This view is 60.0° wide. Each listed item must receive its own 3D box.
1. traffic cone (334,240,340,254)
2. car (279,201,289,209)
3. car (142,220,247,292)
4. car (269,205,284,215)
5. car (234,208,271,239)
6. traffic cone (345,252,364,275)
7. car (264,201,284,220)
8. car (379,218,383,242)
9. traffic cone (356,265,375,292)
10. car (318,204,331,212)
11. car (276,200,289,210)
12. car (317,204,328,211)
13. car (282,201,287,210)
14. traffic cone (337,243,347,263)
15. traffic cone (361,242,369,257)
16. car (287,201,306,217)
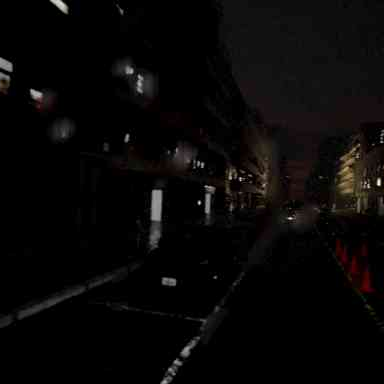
[{"bbox_3d":[6.297,2.359,14.295,0.340,0.580,0.340,2,-1,17],"label":"traffic cone"},{"bbox_3d":[20.392,2.964,73.954,1.967,1.590,4.097,3,0,17],"label":"car"},{"bbox_3d":[0.165,1.655,9.425,1.947,1.339,4.313,3,0,17],"label":"car"},{"bbox_3d":[11.960,2.511,47.068,1.802,1.307,4.206,3,0,17],"label":"car"},{"bbox_3d":[3.487,1.852,20.018,1.752,1.417,4.829,3,0,17],"label":"car"},{"bbox_3d":[5.101,2.274,10.479,0.340,0.580,0.340,2,0,17],"label":"traffic cone"},{"bbox_3d":[8.596,2.130,36.314,1.967,1.590,4.097,3,0,17],"label":"car"},{"bbox_3d":[11.536,1.981,17.668,2.192,1.841,5.009,3,0,17],"label":"car"},{"bbox_3d":[4.504,2.231,8.571,0.340,0.580,0.340,2,-1,17],"label":"traffic cone"},{"bbox_3d":[26.741,3.270,66.225,1.752,1.417,4.829,3,0,17],"label":"car"},{"bbox_3d":[18.713,2.721,68.579,2.192,1.841,5.009,3,0,17],"label":"car"},{"bbox_3d":[30.059,3.523,76.817,1.887,1.381,4.507,3,0,17],"label":"car"},{"bbox_3d":[10.288,2.125,41.692,2.192,1.841,5.009,3,0,17],"label":"car"},{"bbox_3d":[5.699,2.317,12.387,0.340,0.580,0.340,2,-1,17],"label":"traffic cone"},{"bbox_3d":[7.250,2.399,13.996,0.340,0.580,0.340,2,-1,17],"label":"traffic cone"},{"bbox_3d":[14.044,2.223,44.683,2.150,2.045,5.566,2,0,17],"label":"car"}]
